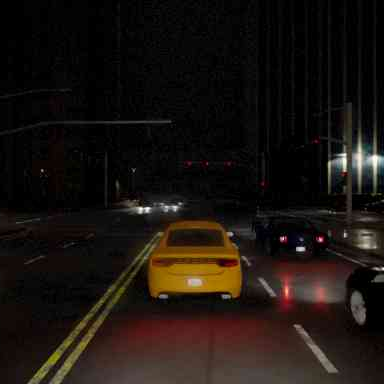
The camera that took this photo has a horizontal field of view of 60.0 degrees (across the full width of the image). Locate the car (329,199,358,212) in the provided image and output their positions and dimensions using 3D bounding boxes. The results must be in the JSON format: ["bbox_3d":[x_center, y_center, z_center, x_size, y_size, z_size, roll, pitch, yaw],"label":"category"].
[{"bbox_3d":[19.031,1.547,38.933,5.357,1.411,2.033,0,0,0],"label":"car"}]

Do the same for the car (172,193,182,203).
[{"bbox_3d":[-3.301,1.225,70.999,2.150,2.045,5.566,0,0,0],"label":"car"}]

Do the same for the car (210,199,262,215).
[{"bbox_3d":[4.579,1.601,33.647,4.718,1.301,1.895,0,0,34],"label":"car"}]

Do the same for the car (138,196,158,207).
[{"bbox_3d":[-7.079,1.491,51.595,2.128,1.511,4.902,0,0,3],"label":"car"}]

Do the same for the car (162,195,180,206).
[{"bbox_3d":[-3.432,1.601,55.610,1.895,1.301,4.718,0,0,0],"label":"car"}]

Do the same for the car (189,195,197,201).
[{"bbox_3d":[0.225,1.367,80.170,1.994,1.385,4.181,0,0,0],"label":"car"}]

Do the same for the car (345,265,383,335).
[{"bbox_3d":[3.611,1.505,3.963,1.837,1.490,4.892,0,0,0],"label":"car"}]

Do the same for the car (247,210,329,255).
[{"bbox_3d":[3.618,1.601,13.234,1.895,1.301,4.718,0,0,0],"label":"car"}]

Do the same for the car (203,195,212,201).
[{"bbox_3d":[3.724,1.429,79.621,1.837,1.490,4.892,0,0,0],"label":"car"}]

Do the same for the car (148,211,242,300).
[{"bbox_3d":[0.078,1.478,8.475,1.882,1.535,5.008,0,0,1],"label":"car"}]

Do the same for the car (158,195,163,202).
[{"bbox_3d":[-6.805,1.504,69.280,1.837,1.490,4.892,0,0,0],"label":"car"}]

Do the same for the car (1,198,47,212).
[{"bbox_3d":[-19.437,1.477,38.519,5.008,1.535,1.882,0,0,0],"label":"car"}]

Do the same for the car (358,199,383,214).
[{"bbox_3d":[20.946,1.491,35.450,4.902,1.511,2.128,0,0,-1],"label":"car"}]
